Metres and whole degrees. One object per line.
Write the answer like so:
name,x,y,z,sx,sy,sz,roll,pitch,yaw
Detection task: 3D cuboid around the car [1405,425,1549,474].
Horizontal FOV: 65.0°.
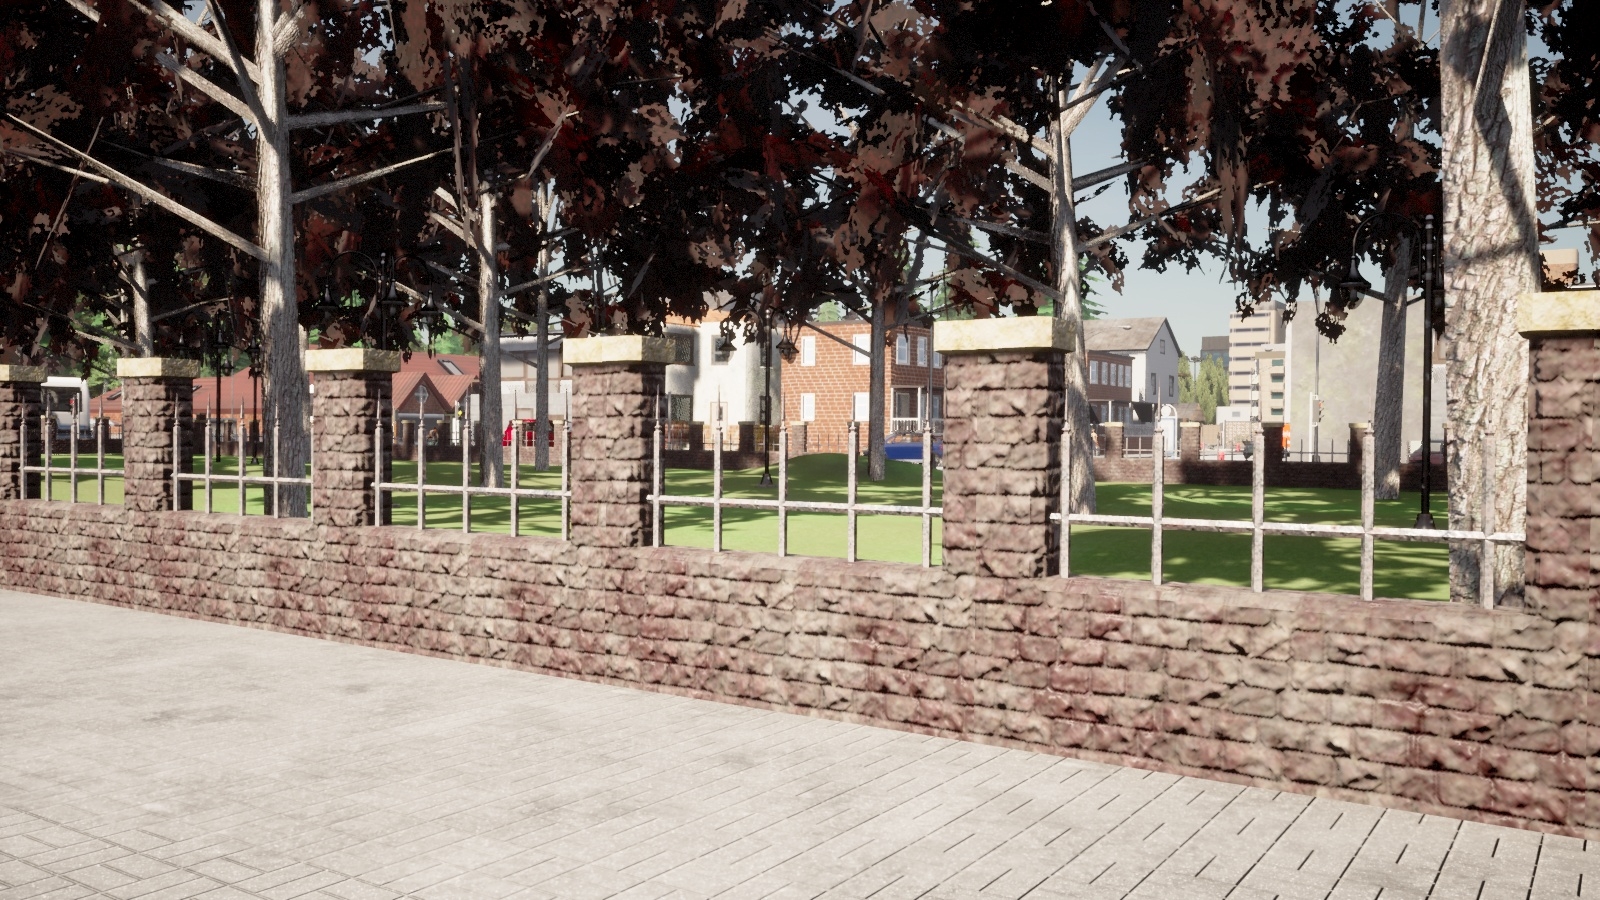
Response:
car,21.340,-0.037,39.602,3.806,1.475,1.970,0,1,34

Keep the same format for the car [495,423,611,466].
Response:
car,-12.168,-0.283,61.803,5.566,2.045,2.150,0,1,30

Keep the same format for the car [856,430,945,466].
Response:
car,4.541,-0.109,56.935,3.705,1.549,1.789,-1,2,-11

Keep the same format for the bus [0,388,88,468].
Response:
bus,-44.725,-1.164,67.656,3.944,4.253,10.273,0,1,38
